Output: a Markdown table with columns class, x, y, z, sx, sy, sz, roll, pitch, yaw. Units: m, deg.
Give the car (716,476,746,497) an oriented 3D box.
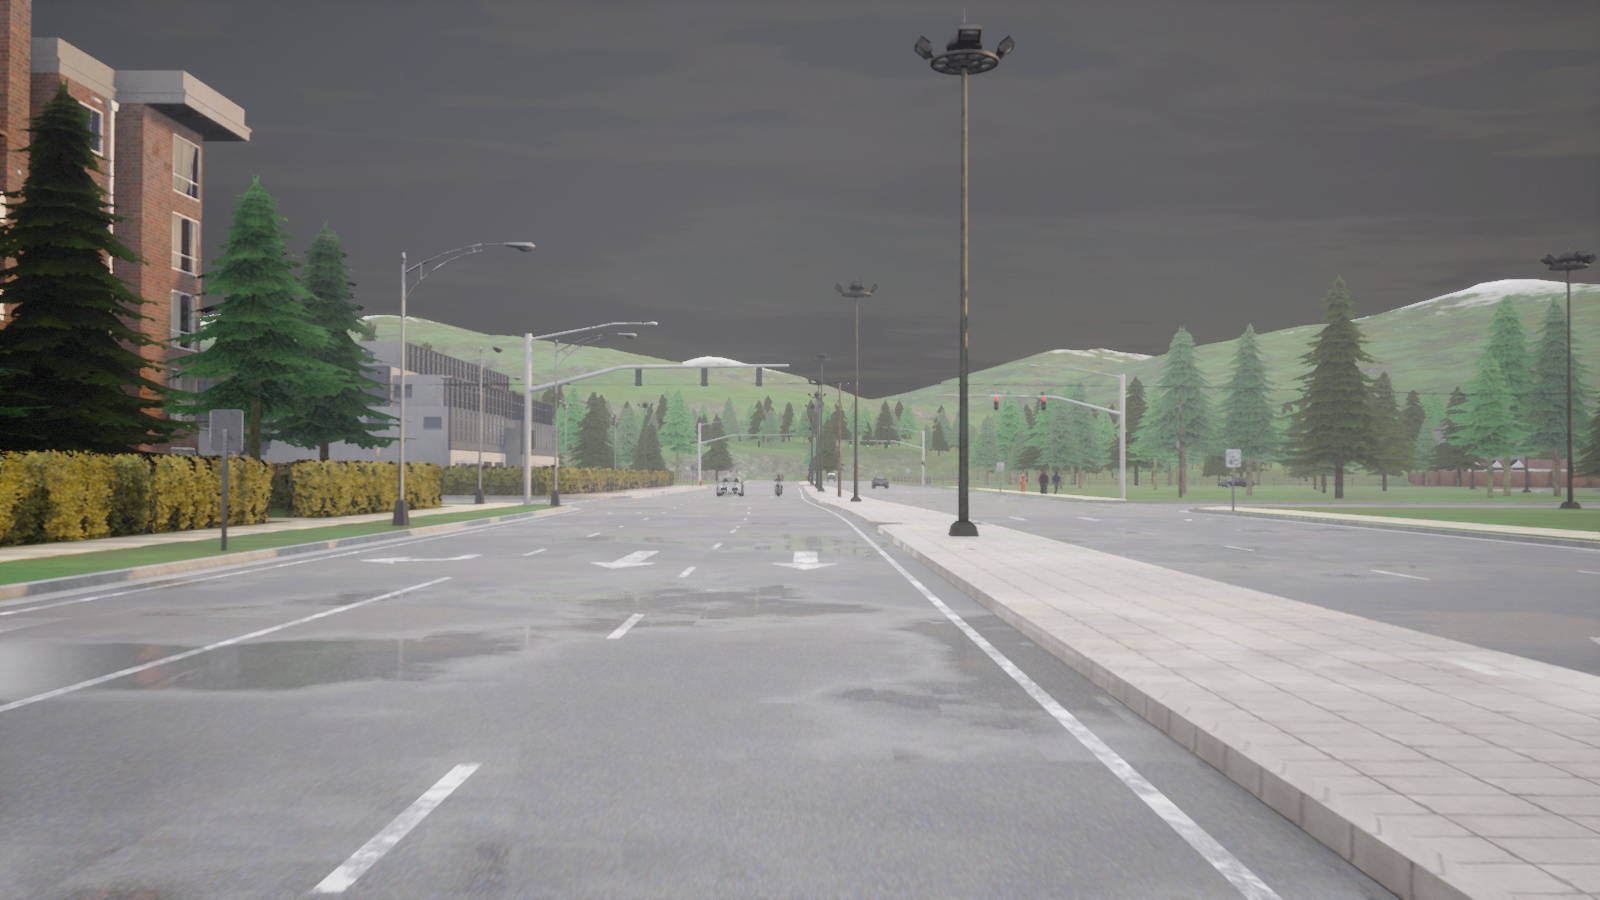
| class | x | y | z | sx | sy | sz | roll | pitch | yaw |
| --- | --- | --- | --- | --- | --- | --- | --- | --- | --- |
| car | -5.048 | 2.651 | 92.036 | 1.970 | 1.475 | 3.806 | 0 | -1 | 0 |
